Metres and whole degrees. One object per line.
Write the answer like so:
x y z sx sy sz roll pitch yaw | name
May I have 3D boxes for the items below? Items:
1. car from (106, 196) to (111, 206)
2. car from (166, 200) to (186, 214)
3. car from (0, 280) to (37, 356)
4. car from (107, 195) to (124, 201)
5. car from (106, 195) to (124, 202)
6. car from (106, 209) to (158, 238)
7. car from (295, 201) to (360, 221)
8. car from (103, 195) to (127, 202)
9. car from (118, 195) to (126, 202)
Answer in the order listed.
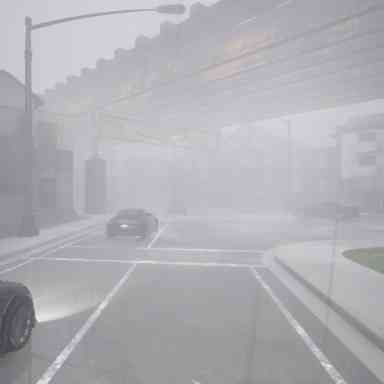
-14.834 1.357 53.141 2.097 1.767 4.553 0 0 -45 | car
-1.739 1.567 35.449 1.994 1.385 4.181 0 0 -6 | car
-3.404 1.565 3.486 1.994 1.385 4.181 0 0 0 | car
-17.513 1.303 76.152 1.853 1.218 4.536 0 0 15 | car
-17.526 1.461 76.102 2.038 1.542 4.974 0 0 15 | car
-3.027 1.565 17.590 1.994 1.385 4.181 0 0 4 | car
10.895 1.481 27.115 1.882 1.535 5.008 0 0 -45 | car
-16.848 1.460 72.433 4.974 1.542 2.038 0 0 -15 | car
-16.798 1.303 72.446 4.536 1.218 1.853 0 0 -15 | car
